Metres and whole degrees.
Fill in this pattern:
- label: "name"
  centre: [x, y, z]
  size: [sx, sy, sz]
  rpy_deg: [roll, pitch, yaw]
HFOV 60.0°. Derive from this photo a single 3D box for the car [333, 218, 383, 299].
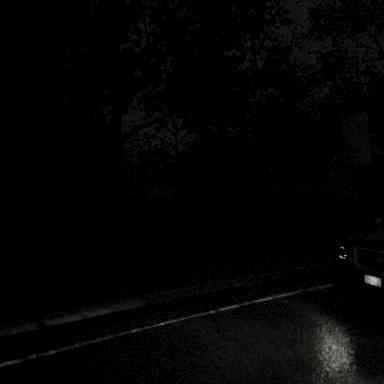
- label: "car"
  centre: [5.520, 1.162, 7.072]
  size: [5.566, 2.045, 2.150]
  rpy_deg: [0, 1, -29]
